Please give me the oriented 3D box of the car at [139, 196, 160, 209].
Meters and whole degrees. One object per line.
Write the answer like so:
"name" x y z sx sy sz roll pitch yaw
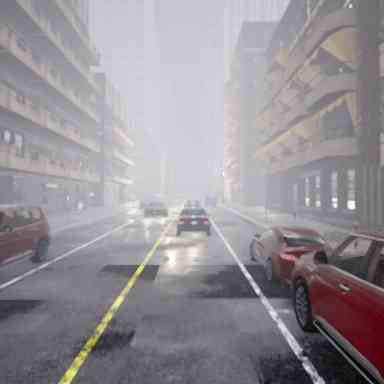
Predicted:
"car" -5.643 1.518 42.466 2.008 1.369 4.403 1 0 0

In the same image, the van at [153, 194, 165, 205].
"van" -5.809 1.294 59.088 1.690 1.788 3.998 1 0 0

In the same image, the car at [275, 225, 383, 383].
"car" 2.709 1.313 3.737 2.192 1.841 5.009 1 0 0

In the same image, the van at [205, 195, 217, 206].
"van" 2.708 1.303 48.059 1.690 1.788 3.998 1 0 0

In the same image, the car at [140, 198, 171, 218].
"car" -3.096 1.541 29.679 1.994 1.385 4.181 0 0 0

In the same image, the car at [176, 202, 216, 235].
"car" 0.088 1.534 18.653 2.033 1.411 5.357 0 0 0

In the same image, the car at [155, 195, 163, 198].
"car" -5.644 1.545 48.007 1.802 1.307 4.206 1 0 0

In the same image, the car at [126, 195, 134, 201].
"car" -16.491 1.432 81.734 4.097 1.590 1.967 0 -1 0

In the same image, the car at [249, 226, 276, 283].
"car" 2.704 1.576 9.277 1.802 1.307 4.206 1 0 0

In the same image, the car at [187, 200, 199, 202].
"car" 0.091 1.520 36.084 2.033 1.411 5.357 0 0 0

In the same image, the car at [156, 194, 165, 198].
"car" -5.644 1.524 53.546 1.947 1.339 4.313 1 0 0

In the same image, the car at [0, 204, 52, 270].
"car" -5.672 1.309 9.224 2.192 1.841 5.009 1 0 0
